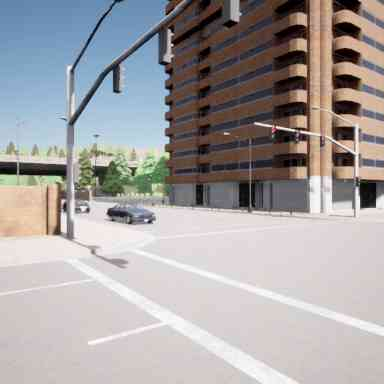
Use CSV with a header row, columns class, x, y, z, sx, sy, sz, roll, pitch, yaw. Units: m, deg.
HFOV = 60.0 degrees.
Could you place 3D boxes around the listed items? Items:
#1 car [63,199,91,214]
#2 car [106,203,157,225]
class,x,y,z,sx,sy,sz,roll,pitch,yaw
car,-12.322,1.491,35.459,2.128,1.511,4.902,0,0,-36
car,-4.673,1.547,24.821,2.033,1.411,5.357,0,0,-36
